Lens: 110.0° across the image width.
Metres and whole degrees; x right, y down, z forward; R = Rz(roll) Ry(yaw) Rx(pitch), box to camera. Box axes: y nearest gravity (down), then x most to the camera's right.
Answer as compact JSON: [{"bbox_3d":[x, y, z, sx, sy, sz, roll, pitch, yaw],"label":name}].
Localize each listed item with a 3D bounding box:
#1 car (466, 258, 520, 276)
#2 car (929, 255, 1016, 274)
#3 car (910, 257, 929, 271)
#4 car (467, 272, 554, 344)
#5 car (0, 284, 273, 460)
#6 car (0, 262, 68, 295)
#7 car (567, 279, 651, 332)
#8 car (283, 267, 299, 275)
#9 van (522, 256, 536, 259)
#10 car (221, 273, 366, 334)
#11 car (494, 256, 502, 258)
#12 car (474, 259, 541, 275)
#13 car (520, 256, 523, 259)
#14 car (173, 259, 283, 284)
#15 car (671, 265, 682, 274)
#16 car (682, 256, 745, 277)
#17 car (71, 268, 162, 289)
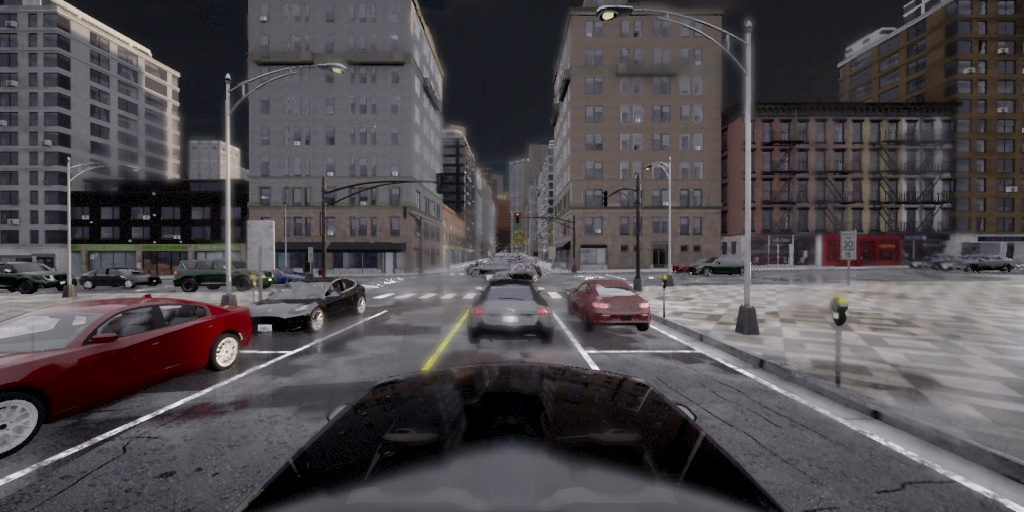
[{"bbox_3d":[-1.784,1.212,33.162,4.902,1.511,2.128,0,0,0],"label":"car"},{"bbox_3d":[38.760,0.663,29.977,4.902,1.511,2.128,-1,0,0],"label":"car"},{"bbox_3d":[39.921,0.631,33.225,4.902,1.511,2.128,-1,0,0],"label":"car"},{"bbox_3d":[-0.038,1.312,9.635,1.994,1.385,4.181,0,0,0],"label":"car"},{"bbox_3d":[-5.778,1.294,4.943,1.888,1.381,4.507,0,0,0],"label":"car"},{"bbox_3d":[-31.768,1.386,23.147,5.566,2.045,2.150,0,0,0],"label":"car"},{"bbox_3d":[2.715,1.330,10.634,1.802,1.307,4.207,0,0,0],"label":"car"},{"bbox_3d":[-17.469,1.519,26.427,5.357,1.411,2.033,-1,0,0],"label":"car"},{"bbox_3d":[2.794,0.998,53.397,1.690,1.789,3.998,0,0,0],"label":"van"},{"bbox_3d":[-5.810,1.314,10.587,1.948,1.339,4.313,0,0,0],"label":"car"},{"bbox_3d":[-3.053,1.196,56.269,2.033,1.411,5.357,0,0,0],"label":"car"},{"bbox_3d":[0.088,1.230,25.339,2.128,1.511,4.902,-1,0,43],"label":"car"},{"bbox_3d":[2.826,1.202,64.505,1.802,1.307,4.207,0,0,0],"label":"car"},{"bbox_3d":[-18.438,1.222,23.149,5.566,2.045,2.150,-1,0,-2],"label":"car"},{"bbox_3d":[17.327,1.050,33.202,4.718,1.301,1.895,-1,0,0],"label":"car"},{"bbox_3d":[17.193,0.820,29.949,4.553,1.767,2.097,-1,0,0],"label":"car"},{"bbox_3d":[-28.761,1.619,26.408,4.892,1.490,1.837,0,0,0],"label":"car"}]
